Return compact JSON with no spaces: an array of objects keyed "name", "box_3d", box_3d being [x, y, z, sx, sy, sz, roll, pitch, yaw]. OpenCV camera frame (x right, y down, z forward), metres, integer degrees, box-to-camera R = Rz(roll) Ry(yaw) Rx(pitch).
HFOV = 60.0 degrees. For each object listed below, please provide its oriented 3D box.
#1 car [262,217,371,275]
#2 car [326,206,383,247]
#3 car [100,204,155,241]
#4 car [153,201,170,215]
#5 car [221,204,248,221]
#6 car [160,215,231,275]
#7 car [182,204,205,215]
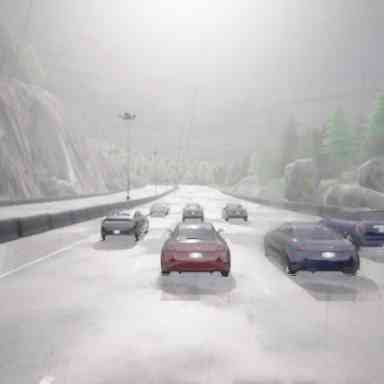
[{"name":"car","box_3d":[3.598,1.641,10.768,1.994,1.385,4.181,0,0,0]},{"name":"car","box_3d":[7.097,1.451,14.495,2.097,1.767,4.553,0,0,0]},{"name":"car","box_3d":[-3.403,1.608,17.485,2.128,1.511,4.902,0,0,0]},{"name":"car","box_3d":[-3.407,1.667,35.605,1.812,1.442,4.674,0,0,0]},{"name":"car","box_3d":[3.595,1.693,28.593,2.033,1.411,5.357,0,0,0]},{"name":"car","box_3d":[0.098,1.641,10.700,1.994,1.385,4.181,0,0,0]},{"name":"car","box_3d":[0.094,1.693,28.366,2.033,1.411,5.357,0,0,0]}]
